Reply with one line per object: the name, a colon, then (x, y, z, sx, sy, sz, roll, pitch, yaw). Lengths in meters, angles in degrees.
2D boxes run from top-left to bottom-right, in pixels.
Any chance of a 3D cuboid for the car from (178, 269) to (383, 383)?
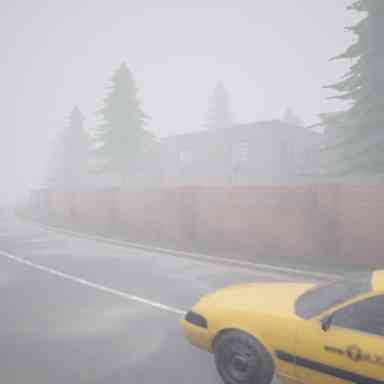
car: (2.315, 1.479, 3.463, 5.366, 1.575, 1.801, 0, 0, 36)
